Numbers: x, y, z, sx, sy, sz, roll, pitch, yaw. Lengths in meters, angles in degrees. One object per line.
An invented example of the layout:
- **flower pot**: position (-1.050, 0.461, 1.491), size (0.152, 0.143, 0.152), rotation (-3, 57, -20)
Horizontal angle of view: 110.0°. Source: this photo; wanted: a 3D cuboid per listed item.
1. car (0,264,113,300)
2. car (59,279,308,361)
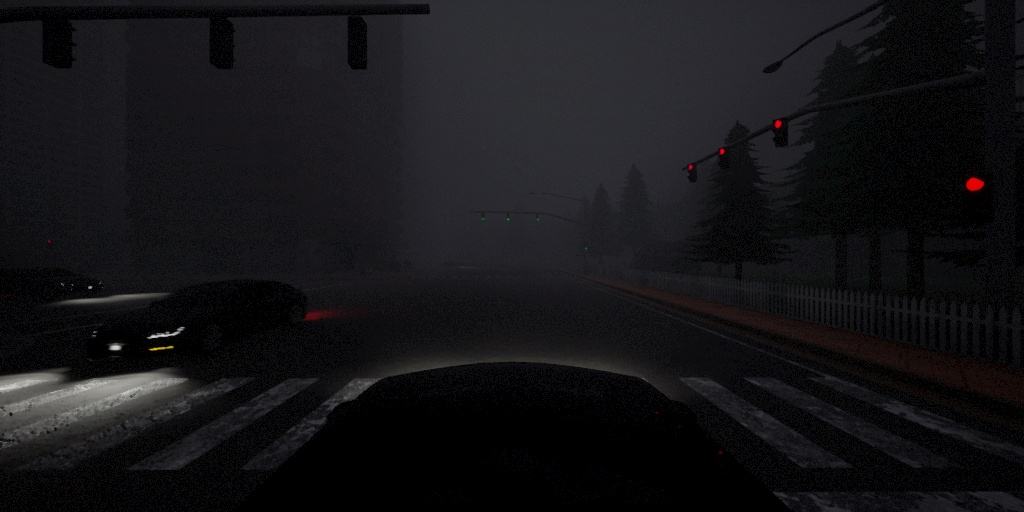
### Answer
- **car**: position (-23.227, 1.310, 17.696), size (4.892, 1.490, 1.837), rotation (0, 0, 0)
- **car**: position (-7.001, 1.360, 8.750), size (1.837, 1.490, 4.892), rotation (0, 0, 0)
